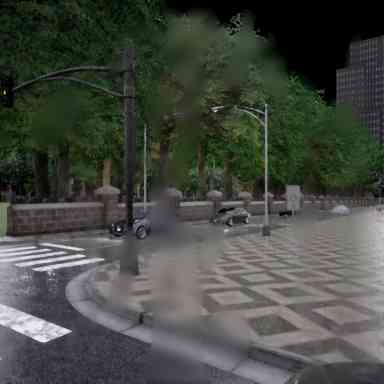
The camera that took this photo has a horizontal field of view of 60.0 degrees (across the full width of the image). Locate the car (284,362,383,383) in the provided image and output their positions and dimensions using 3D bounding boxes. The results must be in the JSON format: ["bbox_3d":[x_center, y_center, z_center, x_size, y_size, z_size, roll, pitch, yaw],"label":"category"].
[{"bbox_3d":[2.349,1.551,1.281,4.403,1.369,2.008,0,0,36],"label":"car"}]

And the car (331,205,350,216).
[{"bbox_3d":[21.677,2.636,48.468,1.812,1.442,4.674,0,-1,35],"label":"car"}]

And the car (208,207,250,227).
[{"bbox_3d":[3.229,2.038,27.989,1.837,1.490,4.892,0,-1,35],"label":"car"}]

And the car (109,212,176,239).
[{"bbox_3d":[-2.781,1.887,19.520,1.994,1.385,4.181,0,-1,35],"label":"car"}]

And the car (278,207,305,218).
[{"bbox_3d":[12.220,2.462,40.620,1.895,1.301,4.718,0,-1,36],"label":"car"}]
